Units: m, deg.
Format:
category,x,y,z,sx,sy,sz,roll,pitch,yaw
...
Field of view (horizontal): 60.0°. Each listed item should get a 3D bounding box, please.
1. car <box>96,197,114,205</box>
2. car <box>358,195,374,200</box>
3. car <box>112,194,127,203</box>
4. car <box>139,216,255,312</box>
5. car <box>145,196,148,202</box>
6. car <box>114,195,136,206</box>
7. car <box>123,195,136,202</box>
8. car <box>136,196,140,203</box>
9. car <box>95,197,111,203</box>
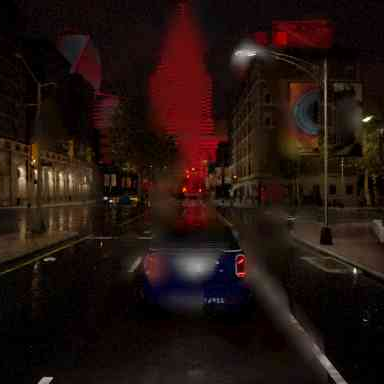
category,x,y,z,sx,sy,sz,roll,pitch,yaw
car,-14.881,1.547,57.899,2.033,1.411,5.357,0,0,0
car,34.678,1.481,68.615,2.231,1.521,4.892,0,0,0
car,-14.770,1.352,68.009,2.097,1.767,4.553,0,0,0
car,0.100,1.352,7.891,2.097,1.767,4.553,0,0,0
car,-11.243,1.553,75.746,1.994,1.385,4.181,0,0,0
car,-11.391,1.526,56.725,1.812,1.442,4.674,0,0,0
car,-14.734,1.525,78.410,2.128,1.511,4.902,0,0,0
car,-11.306,1.478,65.873,1.882,1.535,5.008,0,0,1
car,-18.021,1.595,67.401,1.895,1.301,4.718,0,0,0
